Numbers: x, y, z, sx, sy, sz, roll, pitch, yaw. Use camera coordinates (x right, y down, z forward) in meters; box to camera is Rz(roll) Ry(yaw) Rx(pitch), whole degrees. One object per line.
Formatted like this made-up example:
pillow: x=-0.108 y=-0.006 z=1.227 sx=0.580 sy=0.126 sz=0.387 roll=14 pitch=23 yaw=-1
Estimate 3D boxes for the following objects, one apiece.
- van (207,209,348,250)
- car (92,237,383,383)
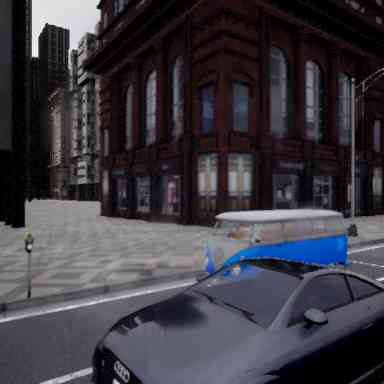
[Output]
van: x=2.152 y=1.341 z=8.180 sx=3.998 sy=1.788 sz=1.690 roll=0 pitch=0 yaw=-35
car: x=0.984 y=1.564 z=4.066 sx=4.181 sy=1.385 sz=1.994 roll=0 pitch=0 yaw=-36
